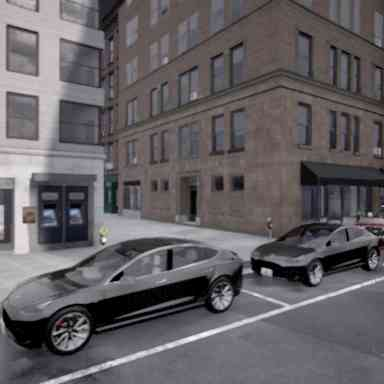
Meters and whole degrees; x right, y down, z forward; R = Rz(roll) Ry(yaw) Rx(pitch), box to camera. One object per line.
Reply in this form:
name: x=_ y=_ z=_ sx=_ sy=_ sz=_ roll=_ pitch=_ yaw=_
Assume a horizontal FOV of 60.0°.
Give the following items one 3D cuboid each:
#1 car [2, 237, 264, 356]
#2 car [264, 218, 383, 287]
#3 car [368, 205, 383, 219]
car: x=-0.958 y=1.566 z=6.081 sx=4.313 sy=1.339 sz=1.947 roll=0 pitch=0 yaw=-36
car: x=3.587 y=1.566 z=9.330 sx=4.313 sy=1.339 sz=1.947 roll=0 pitch=0 yaw=-36
car: x=8.130 y=1.315 z=12.577 sx=5.009 sy=1.841 sz=2.192 roll=0 pitch=0 yaw=-36
